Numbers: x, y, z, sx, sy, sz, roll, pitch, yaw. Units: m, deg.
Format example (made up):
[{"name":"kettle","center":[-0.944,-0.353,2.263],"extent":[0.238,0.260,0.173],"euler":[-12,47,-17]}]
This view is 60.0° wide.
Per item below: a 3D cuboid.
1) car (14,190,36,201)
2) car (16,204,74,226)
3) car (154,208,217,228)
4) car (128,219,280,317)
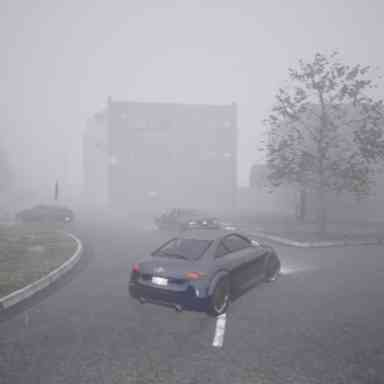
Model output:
[{"name":"car","center":[-25.394,0.463,50.675],"extent":[2.033,1.411,5.357],"euler":[0,5,-11]},{"name":"car","center":[-10.843,1.639,24.437],"extent":[4.892,1.490,1.837],"euler":[-1,-2,29]},{"name":"car","center":[-0.467,1.568,18.480],"extent":[2.033,1.411,5.357],"euler":[0,0,-25]},{"name":"car","center":[0.505,1.574,7.705],"extent":[1.994,1.385,4.181],"euler":[-1,0,33]}]
